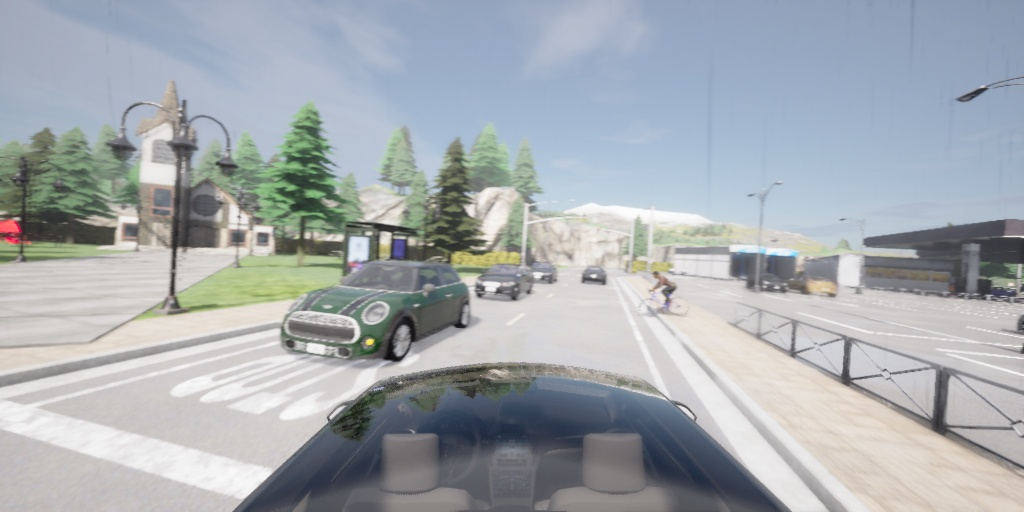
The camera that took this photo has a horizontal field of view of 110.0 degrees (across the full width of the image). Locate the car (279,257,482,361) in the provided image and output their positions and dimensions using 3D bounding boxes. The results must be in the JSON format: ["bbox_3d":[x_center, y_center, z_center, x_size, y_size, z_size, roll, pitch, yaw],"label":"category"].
[{"bbox_3d":[-2.523,0.889,7.847,2.097,1.767,4.553,4,1,14],"label":"car"}]

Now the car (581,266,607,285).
[{"bbox_3d":[6.810,1.517,29.650,1.994,1.385,4.181,4,0,14],"label":"car"}]

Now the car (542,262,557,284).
[{"bbox_3d":[2.331,1.182,26.979,2.128,1.511,4.902,4,0,13],"label":"car"}]

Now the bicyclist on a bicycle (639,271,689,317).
[{"bbox_3d":[5.287,1.340,12.590,1.656,1.620,0.582,-5,-2,14],"label":"bicyclist on a bicycle"}]

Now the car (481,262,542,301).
[{"bbox_3d":[-0.237,1.101,16.875,2.128,1.511,4.902,4,0,14],"label":"car"}]
